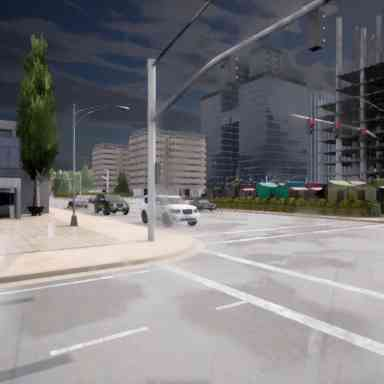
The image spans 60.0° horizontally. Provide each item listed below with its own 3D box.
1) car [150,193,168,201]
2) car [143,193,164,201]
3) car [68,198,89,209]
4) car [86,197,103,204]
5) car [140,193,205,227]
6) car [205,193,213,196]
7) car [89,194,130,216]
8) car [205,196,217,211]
[{"bbox_3d":[-7.805,1.156,78.660,3.866,1.878,1.905,0,0,-34],"label":"car"},{"bbox_3d":[-9.384,1.153,81.086,4.605,1.855,1.932,0,0,-34],"label":"car"},{"bbox_3d":[-15.121,1.526,44.012,1.812,1.442,4.674,0,0,-32],"label":"car"},{"bbox_3d":[-18.237,1.562,62.159,1.994,1.385,4.181,0,0,-33],"label":"car"},{"bbox_3d":[-1.713,1.222,23.059,2.150,2.045,5.566,0,0,-33],"label":"car"},{"bbox_3d":[3.240,1.156,62.439,3.866,1.878,1.905,0,0,-34],"label":"car"},{"bbox_3d":[-8.065,1.224,32.966,2.150,2.045,5.566,0,0,-32],"label":"car"},{"bbox_3d":[0.722,1.547,39.069,2.033,1.411,5.357,0,0,-33],"label":"car"}]
